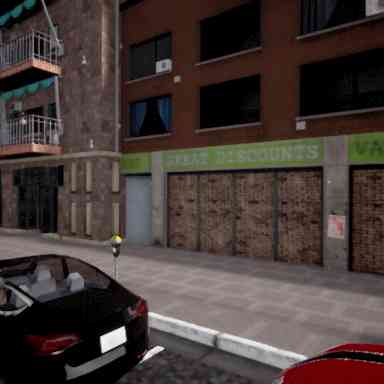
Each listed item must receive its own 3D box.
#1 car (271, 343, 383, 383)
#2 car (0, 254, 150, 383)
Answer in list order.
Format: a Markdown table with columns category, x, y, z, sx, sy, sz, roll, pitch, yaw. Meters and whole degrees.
| category | x | y | z | sx | sy | sz | roll | pitch | yaw |
| --- | --- | --- | --- | --- | --- | --- | --- | --- | --- |
| car | 2.105 | 1.437 | 1.368 | 4.097 | 1.590 | 1.967 | 0 | 0 | 36 |
| car | -2.503 | 1.562 | 4.655 | 4.313 | 1.339 | 1.947 | 0 | 0 | 36 |
